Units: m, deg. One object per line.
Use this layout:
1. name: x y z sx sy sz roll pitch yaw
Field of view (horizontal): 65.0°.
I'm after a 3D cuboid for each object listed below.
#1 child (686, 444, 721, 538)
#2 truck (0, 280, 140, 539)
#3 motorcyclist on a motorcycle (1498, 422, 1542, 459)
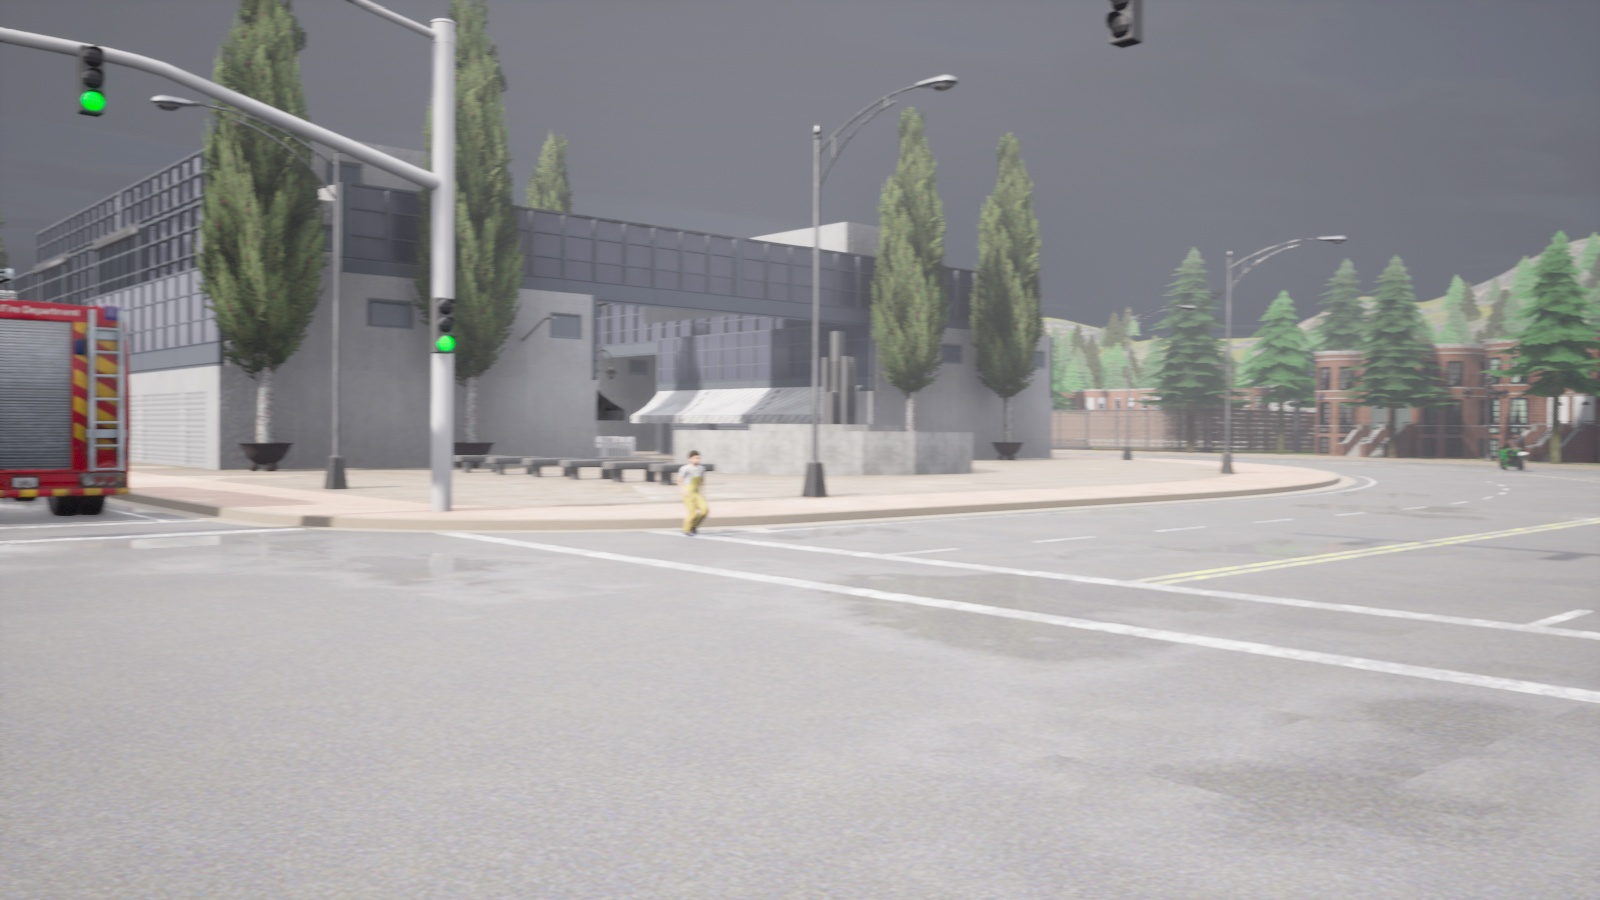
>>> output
1. child: -1.323 0.550 17.200 0.270 1.263 0.437 -1 1 -40
2. truck: -14.371 -0.624 22.041 2.891 3.827 8.468 -1 1 -42
3. motorcyclist on a motorcycle: 30.415 -0.406 53.095 0.797 1.523 2.044 -1 1 4
